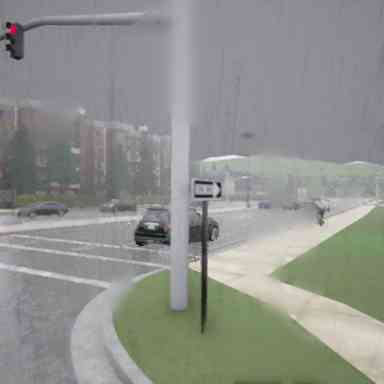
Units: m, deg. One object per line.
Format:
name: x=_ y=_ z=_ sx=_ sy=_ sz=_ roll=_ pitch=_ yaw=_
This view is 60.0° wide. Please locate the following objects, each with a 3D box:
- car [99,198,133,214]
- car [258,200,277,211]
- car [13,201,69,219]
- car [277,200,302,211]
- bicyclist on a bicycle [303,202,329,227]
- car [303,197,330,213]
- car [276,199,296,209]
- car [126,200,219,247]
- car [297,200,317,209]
car: x=-8.502 y=1.518 z=38.191 sx=2.097 sy=1.767 sz=4.553 roll=0 pitch=-1 yaw=31
car: x=11.249 y=1.865 z=48.686 sx=1.882 sy=1.535 sz=5.008 roll=0 pitch=0 yaw=31
car: x=-13.442 y=1.566 z=29.854 sx=2.128 sy=1.511 sz=4.902 roll=0 pitch=0 yaw=31
car: x=14.118 y=1.890 z=46.667 sx=2.128 sy=1.511 sz=4.902 roll=0 pitch=0 yaw=31
bicyclist on a bicycle: x=8.036 y=1.488 z=21.647 sx=1.656 sy=1.620 sz=0.582 roll=0 pitch=-1 yaw=31
car: x=16.874 y=1.629 z=44.461 sx=2.150 sy=2.045 sz=5.566 roll=0 pitch=0 yaw=31
car: x=16.251 y=2.027 z=57.234 sx=2.033 sy=1.411 sz=5.357 roll=0 pitch=0 yaw=31
car: x=-0.538 y=1.442 z=15.044 sx=2.097 sy=1.767 sz=4.553 roll=0 pitch=0 yaw=30
car: x=19.262 y=2.040 z=55.451 sx=2.033 sy=1.411 sz=5.357 roll=0 pitch=0 yaw=31
